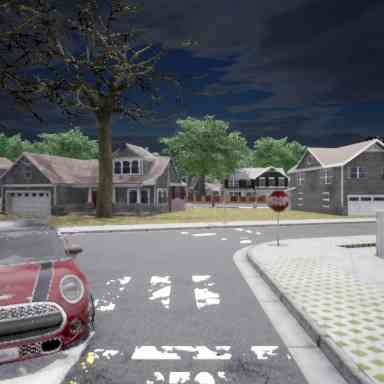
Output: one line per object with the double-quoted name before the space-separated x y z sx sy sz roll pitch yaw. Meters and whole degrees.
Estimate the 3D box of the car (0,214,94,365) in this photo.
"car" -3.151 1.356 6.022 2.097 1.767 4.553 -1 0 -24
